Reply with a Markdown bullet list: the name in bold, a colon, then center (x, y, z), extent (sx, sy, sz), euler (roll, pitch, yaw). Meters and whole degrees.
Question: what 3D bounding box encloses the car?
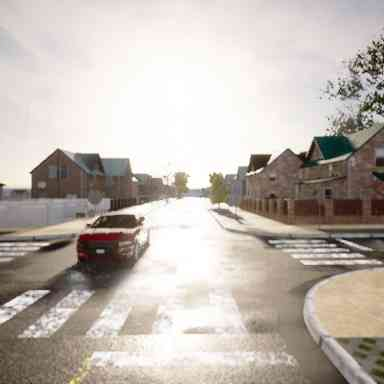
- **car**: center (-2.726, 1.477, 12.429), extent (1.882, 1.535, 5.008), euler (0, 1, 0)
